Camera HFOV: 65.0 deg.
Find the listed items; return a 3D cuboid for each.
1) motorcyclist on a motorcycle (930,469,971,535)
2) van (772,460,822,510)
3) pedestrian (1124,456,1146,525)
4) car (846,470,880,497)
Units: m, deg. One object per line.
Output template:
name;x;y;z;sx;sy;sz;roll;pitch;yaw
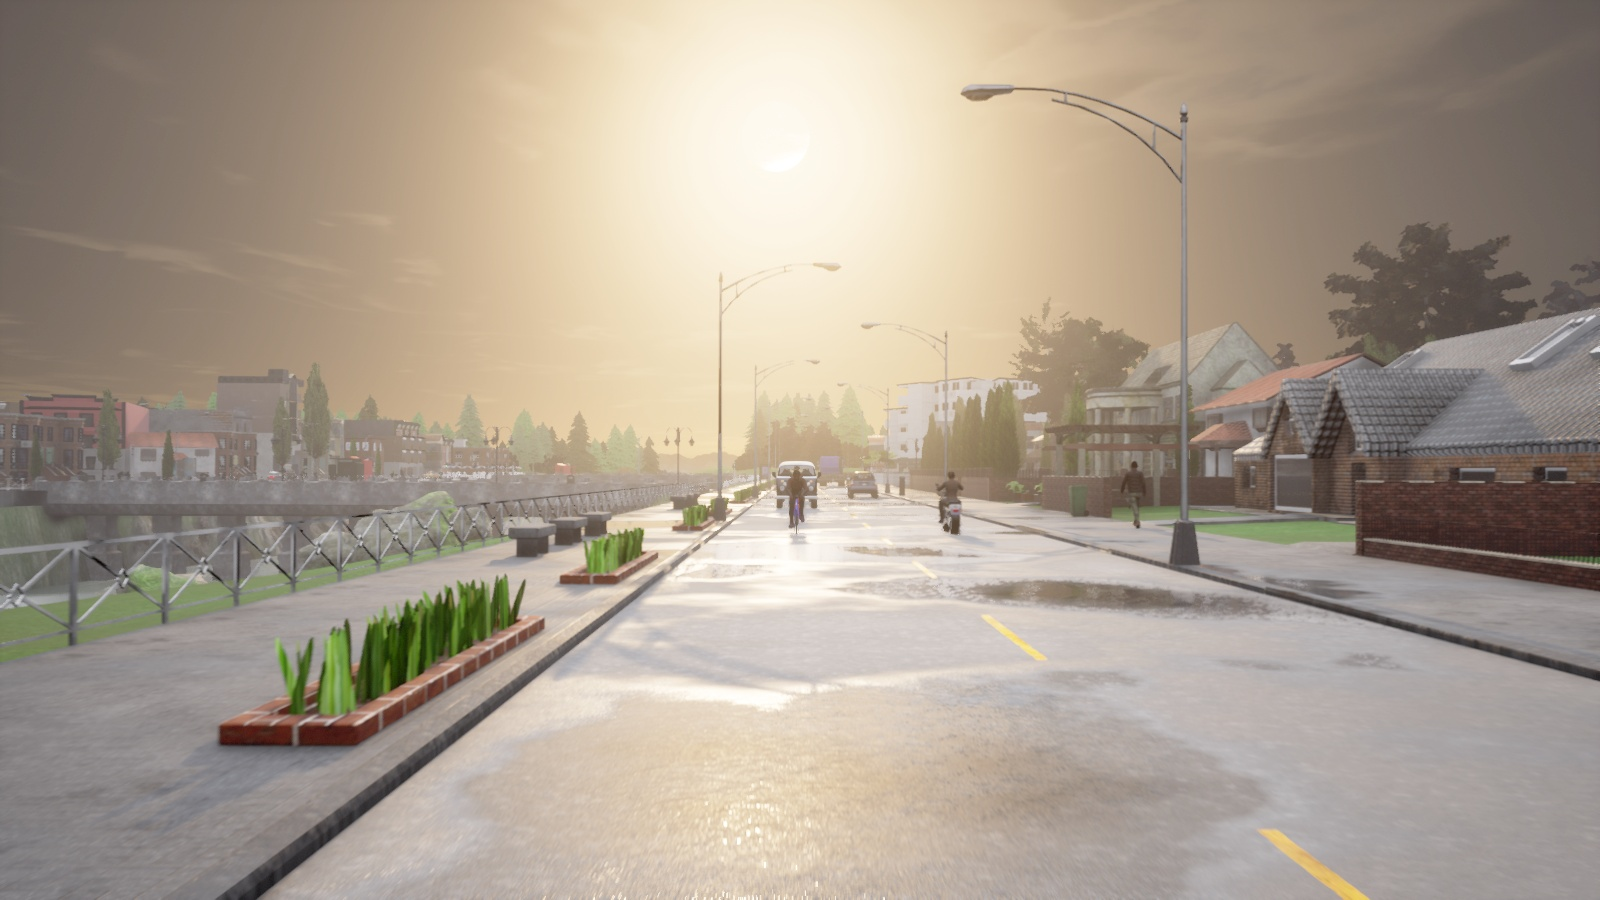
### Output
motorcyclist on a motorcycle;3.922;1.328;32.840;0.766;1.649;2.350;0;-1;0
van;-0.130;1.492;54.119;2.069;2.038;4.480;0;-1;0
pedestrian;8.974;1.082;33.645;0.431;1.840;0.703;0;-1;5
car;3.817;2.050;76.834;1.851;1.617;3.988;0;-1;0
